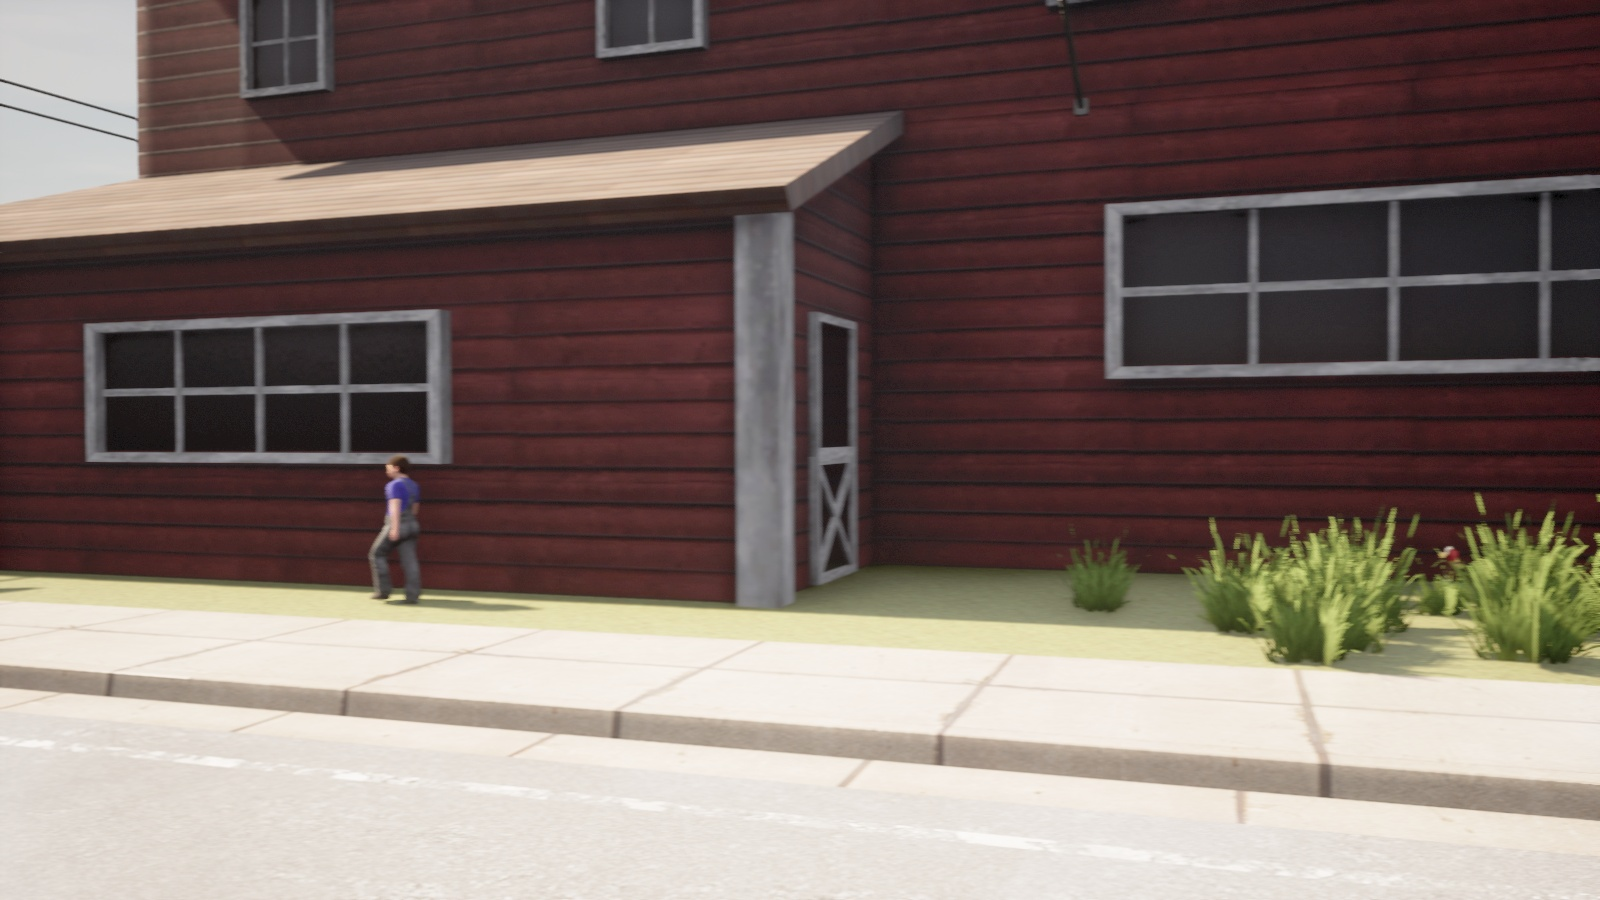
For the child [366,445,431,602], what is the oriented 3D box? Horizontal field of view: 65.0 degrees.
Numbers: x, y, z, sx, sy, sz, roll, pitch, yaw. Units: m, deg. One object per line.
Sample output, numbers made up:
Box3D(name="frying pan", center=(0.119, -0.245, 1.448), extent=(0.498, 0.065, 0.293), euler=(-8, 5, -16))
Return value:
Box3D(name="child", center=(-3.305, 0.591, 10.342), extent=(0.437, 1.263, 0.270), euler=(1, 1, 23))
